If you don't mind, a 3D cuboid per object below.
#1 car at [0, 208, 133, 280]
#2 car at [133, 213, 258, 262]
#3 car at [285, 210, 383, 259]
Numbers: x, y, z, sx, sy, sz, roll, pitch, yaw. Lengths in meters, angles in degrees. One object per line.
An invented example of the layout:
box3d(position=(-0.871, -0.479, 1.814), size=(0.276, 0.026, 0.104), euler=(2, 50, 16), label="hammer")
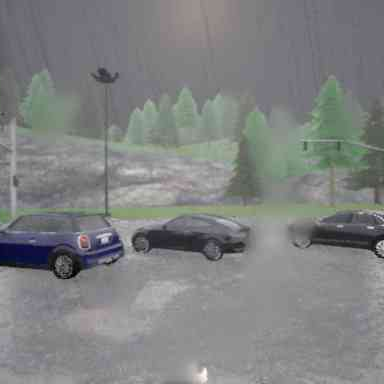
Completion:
box3d(position=(-4.387, 1.348, 9.895), size=(4.553, 1.767, 2.097), euler=(0, 1, 20), label="car")
box3d(position=(-0.011, 1.481, 11.890), size=(4.674, 1.442, 1.812), euler=(0, 0, 30), label="car")
box3d(position=(5.825, 1.416, 12.188), size=(1.837, 1.490, 4.892), euler=(2, -1, -44), label="car")
